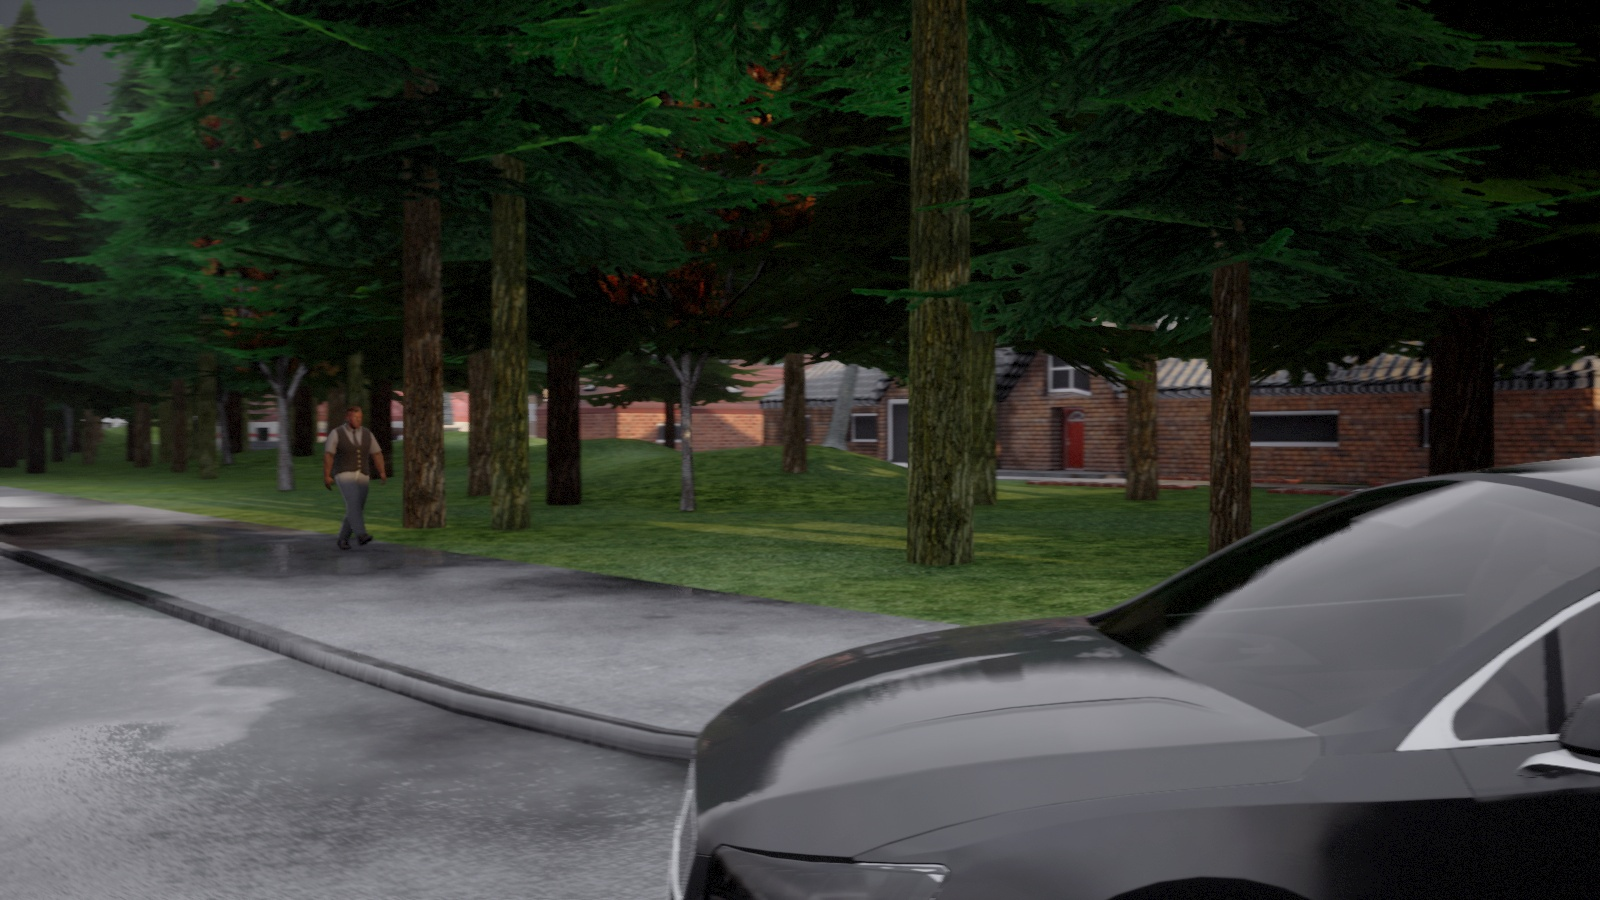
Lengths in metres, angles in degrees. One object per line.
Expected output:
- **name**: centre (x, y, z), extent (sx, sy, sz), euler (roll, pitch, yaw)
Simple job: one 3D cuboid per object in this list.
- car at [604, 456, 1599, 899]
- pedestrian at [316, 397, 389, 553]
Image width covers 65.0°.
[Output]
- **car**: centre (2.030, 0.796, 3.274), extent (4.892, 1.490, 1.837), euler (0, 2, -4)
- **pedestrian**: centre (-5.590, 0.295, 15.693), extent (0.563, 1.883, 0.849), euler (0, 1, -43)
